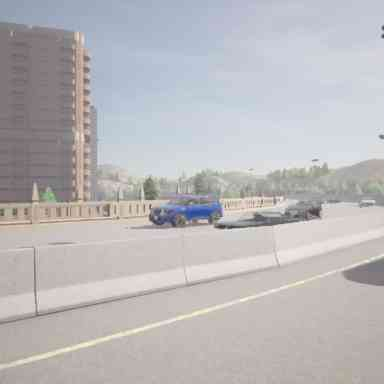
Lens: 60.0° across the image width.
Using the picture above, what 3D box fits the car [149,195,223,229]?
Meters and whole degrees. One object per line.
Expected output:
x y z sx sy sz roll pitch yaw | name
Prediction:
-0.233 1.220 22.331 5.566 2.045 2.150 0 0 -44 | car

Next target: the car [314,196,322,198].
21.386 1.498 56.465 1.837 1.490 4.892 0 0 19 | car

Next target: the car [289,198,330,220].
9.433 1.489 27.808 2.128 1.511 4.902 0 0 39 | car

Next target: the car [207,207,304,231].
3.159 1.599 15.922 4.718 1.301 1.895 0 0 -43 | car

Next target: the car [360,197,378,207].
26.367 1.518 49.872 1.812 1.442 4.674 0 0 22 | car

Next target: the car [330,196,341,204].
27.379 1.544 64.077 1.994 1.385 4.181 0 0 14 | car
